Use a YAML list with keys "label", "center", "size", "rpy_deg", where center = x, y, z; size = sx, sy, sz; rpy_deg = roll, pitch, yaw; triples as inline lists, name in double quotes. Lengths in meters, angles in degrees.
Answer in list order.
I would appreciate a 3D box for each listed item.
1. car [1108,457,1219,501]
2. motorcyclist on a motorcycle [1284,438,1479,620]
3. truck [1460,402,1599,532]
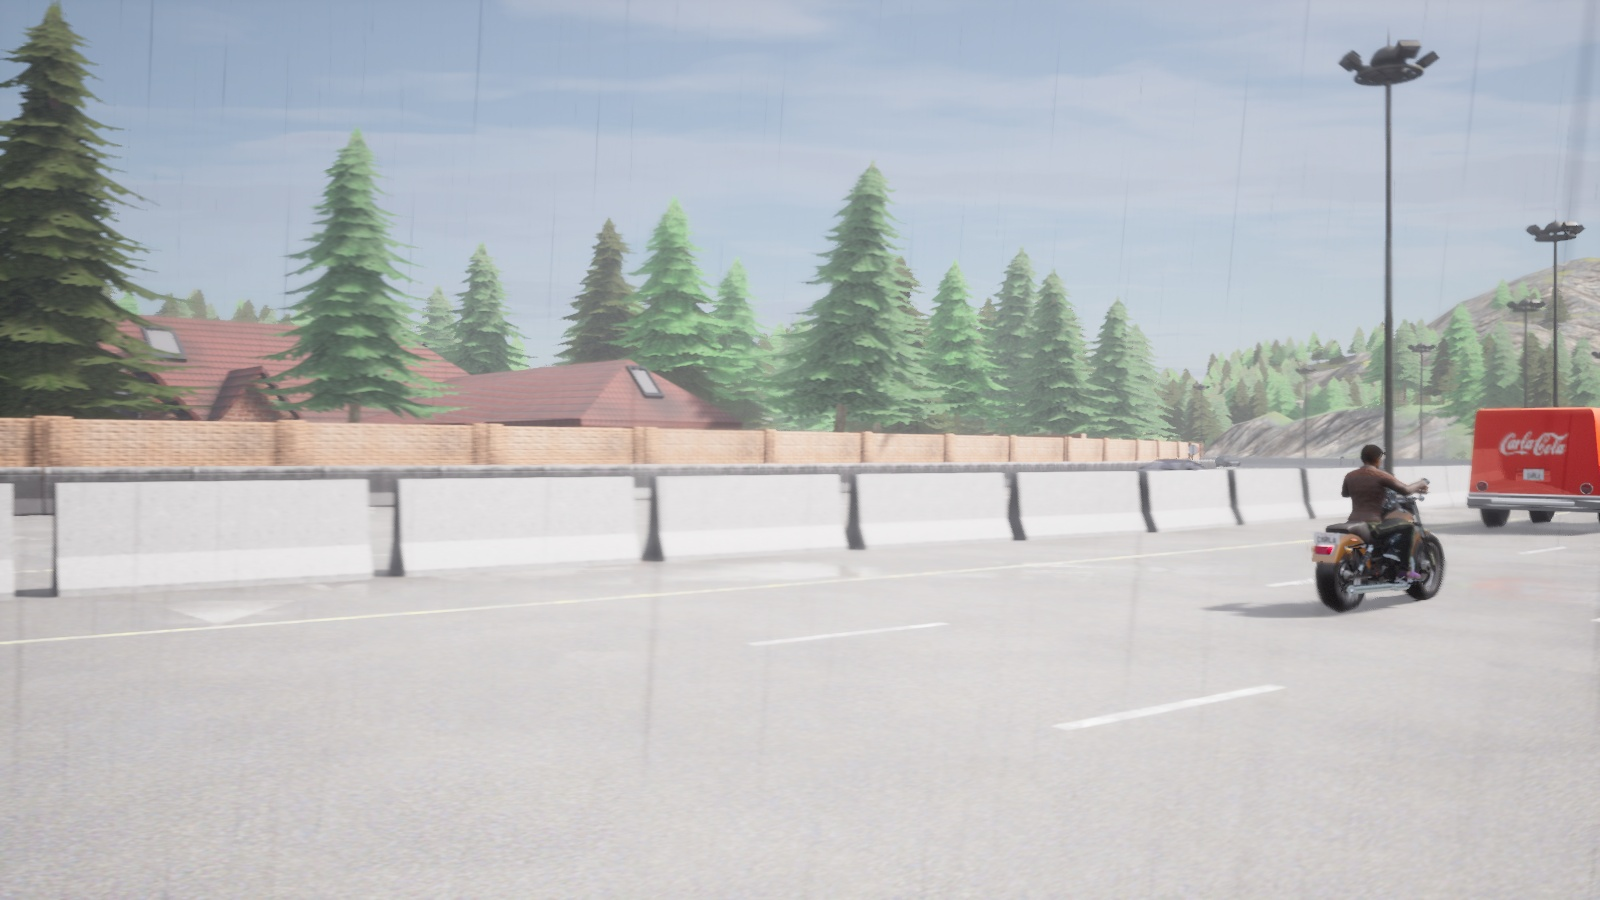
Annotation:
- label: "car"
  center: [12.427, 0.948, 42.770]
  size: [1.994, 1.385, 4.181]
  rpy_deg: [0, 0, 42]
- label: "motorcyclist on a motorcycle"
  center: [5.791, 0.729, 12.436]
  size: [2.350, 1.649, 0.766]
  rpy_deg: [0, -1, -39]
- label: "truck"
  center: [16.179, 0.317, 26.418]
  size: [5.204, 2.467, 2.627]
  rpy_deg: [0, 0, -45]
